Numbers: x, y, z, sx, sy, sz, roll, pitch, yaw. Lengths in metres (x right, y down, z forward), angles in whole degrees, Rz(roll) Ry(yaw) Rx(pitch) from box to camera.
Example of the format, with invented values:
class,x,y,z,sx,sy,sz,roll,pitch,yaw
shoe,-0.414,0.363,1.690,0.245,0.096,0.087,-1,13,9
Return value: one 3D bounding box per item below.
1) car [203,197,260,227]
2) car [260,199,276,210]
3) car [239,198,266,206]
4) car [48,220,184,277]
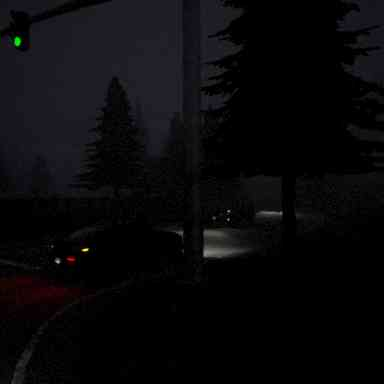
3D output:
class,x,y,z,sx,sy,sz,roll,pitch,yaw
car,2.847,1.372,24.457,2.150,2.045,5.566,-1,0,30
car,10.488,1.727,46.237,2.128,1.511,4.902,-1,-1,7
car,11.251,1.895,62.507,2.033,1.411,5.357,0,-1,-31
car,-2.192,1.626,10.661,1.812,1.442,4.674,-1,0,36
